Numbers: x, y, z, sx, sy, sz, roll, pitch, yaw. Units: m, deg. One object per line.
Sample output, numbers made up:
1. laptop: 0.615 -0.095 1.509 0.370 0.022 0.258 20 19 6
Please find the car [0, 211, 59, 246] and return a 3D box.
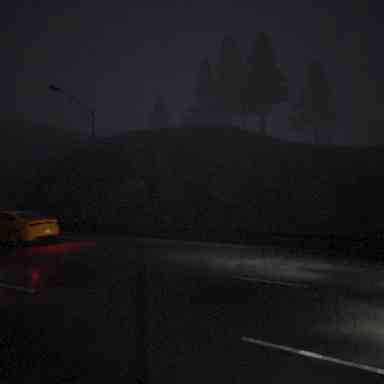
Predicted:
1. car: -8.831 1.668 16.338 5.008 1.535 1.882 -1 -1 26
